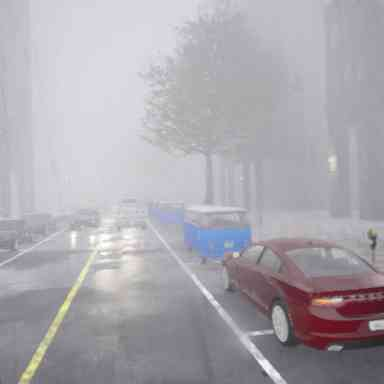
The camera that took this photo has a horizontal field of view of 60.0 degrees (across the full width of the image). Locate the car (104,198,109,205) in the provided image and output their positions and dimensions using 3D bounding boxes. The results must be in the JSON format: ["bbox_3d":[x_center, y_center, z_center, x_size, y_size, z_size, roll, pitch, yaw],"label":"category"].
[{"bbox_3d":[-20.709,2.506,76.240,1.967,1.590,4.097,-2,0,-11],"label":"car"}]

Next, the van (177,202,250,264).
[{"bbox_3d":[0.736,1.374,11.768,1.690,1.788,3.998,-2,0,-11],"label":"van"}]

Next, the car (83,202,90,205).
[{"bbox_3d":[-13.072,2.050,37.660,1.967,1.590,4.097,-2,0,-11],"label":"car"}]

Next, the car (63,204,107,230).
[{"bbox_3d":[-7.712,1.917,24.541,2.033,1.411,5.357,-2,0,-11],"label":"car"}]

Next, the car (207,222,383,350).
[{"bbox_3d":[1.834,1.515,6.256,1.887,1.381,4.507,-2,0,-11],"label":"car"}]

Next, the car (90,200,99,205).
[{"bbox_3d":[-15.251,2.290,48.682,2.008,1.369,4.403,-2,0,-11],"label":"car"}]

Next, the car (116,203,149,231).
[{"bbox_3d":[-4.209,1.774,22.995,1.812,1.442,4.674,-2,0,-11],"label":"car"}]

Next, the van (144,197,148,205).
[{"bbox_3d":[-3.628,1.625,33.812,1.690,1.788,3.998,-2,0,-11],"label":"van"}]

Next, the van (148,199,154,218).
[{"bbox_3d":[-2.537,1.561,28.301,1.690,1.788,3.998,-2,0,-11],"label":"van"}]

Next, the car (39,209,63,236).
[{"bbox_3d":[-9.795,1.986,21.125,1.947,1.339,4.313,-2,0,-11],"label":"car"}]

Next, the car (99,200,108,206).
[{"bbox_3d":[-21.795,2.714,81.751,1.802,1.307,4.206,-2,0,-11],"label":"car"}]

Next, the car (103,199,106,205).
[{"bbox_3d":[-18.524,2.479,65.216,1.887,1.381,4.507,-2,0,-11],"label":"car"}]

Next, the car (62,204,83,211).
[{"bbox_3d":[-11.945,2.070,31.981,1.752,1.417,4.829,-2,0,-11],"label":"car"}]

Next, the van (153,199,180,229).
[{"bbox_3d":[-1.446,1.498,22.790,1.690,1.788,3.998,-2,0,-11],"label":"van"}]

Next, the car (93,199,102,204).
[{"bbox_3d":[-16.342,2.354,54.194,2.008,1.369,4.403,-2,0,-11],"label":"car"}]

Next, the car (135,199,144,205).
[{"bbox_3d":[-12.348,2.353,77.900,2.008,1.369,4.403,-2,0,-11],"label":"car"}]

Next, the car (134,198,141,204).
[{"bbox_3d":[-14.563,2.463,89.089,1.752,1.417,4.829,-2,0,-11],"label":"car"}]

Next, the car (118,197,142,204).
[{"bbox_3d":[-7.101,1.638,37.425,2.150,2.045,5.566,-2,0,-11],"label":"car"}]

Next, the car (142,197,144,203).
[{"bbox_3d":[-9.083,1.921,61.368,2.192,1.841,5.009,-2,0,-11],"label":"car"}]

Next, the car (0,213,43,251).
[{"bbox_3d":[-8.704,1.924,15.614,1.947,1.339,4.313,-2,0,-11],"label":"car"}]
